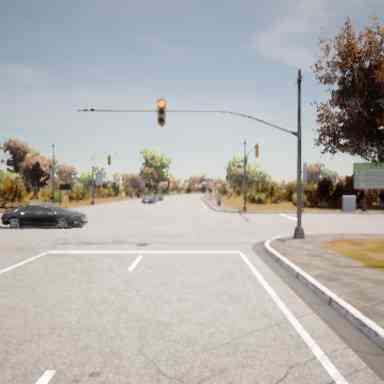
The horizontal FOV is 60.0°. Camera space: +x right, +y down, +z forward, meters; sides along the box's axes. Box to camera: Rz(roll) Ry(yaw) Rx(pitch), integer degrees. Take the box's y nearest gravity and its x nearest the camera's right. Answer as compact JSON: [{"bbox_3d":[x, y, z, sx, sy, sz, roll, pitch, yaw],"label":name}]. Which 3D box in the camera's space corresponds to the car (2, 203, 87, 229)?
[{"bbox_3d":[-8.892,1.476,20.215,4.892,1.490,1.837,0,0,3],"label":"car"}]

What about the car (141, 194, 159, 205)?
[{"bbox_3d":[-7.075,1.245,54.320,2.128,1.511,4.902,0,0,0],"label":"car"}]

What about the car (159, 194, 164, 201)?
[{"bbox_3d":[-7.001,1.209,69.759,2.128,1.511,4.902,0,0,0],"label":"car"}]
